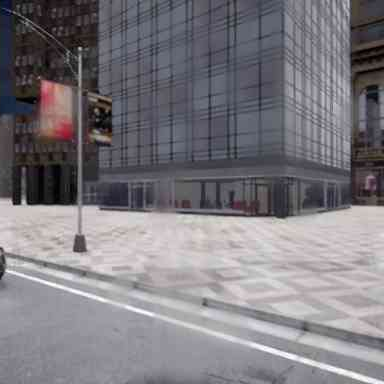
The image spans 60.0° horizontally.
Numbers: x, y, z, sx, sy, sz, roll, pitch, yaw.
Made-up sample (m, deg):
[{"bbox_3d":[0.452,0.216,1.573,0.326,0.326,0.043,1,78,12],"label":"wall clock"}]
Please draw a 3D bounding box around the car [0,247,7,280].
[{"bbox_3d":[-6.553,1.577,8.653,4.674,1.442,1.812,0,0,37],"label":"car"}]
